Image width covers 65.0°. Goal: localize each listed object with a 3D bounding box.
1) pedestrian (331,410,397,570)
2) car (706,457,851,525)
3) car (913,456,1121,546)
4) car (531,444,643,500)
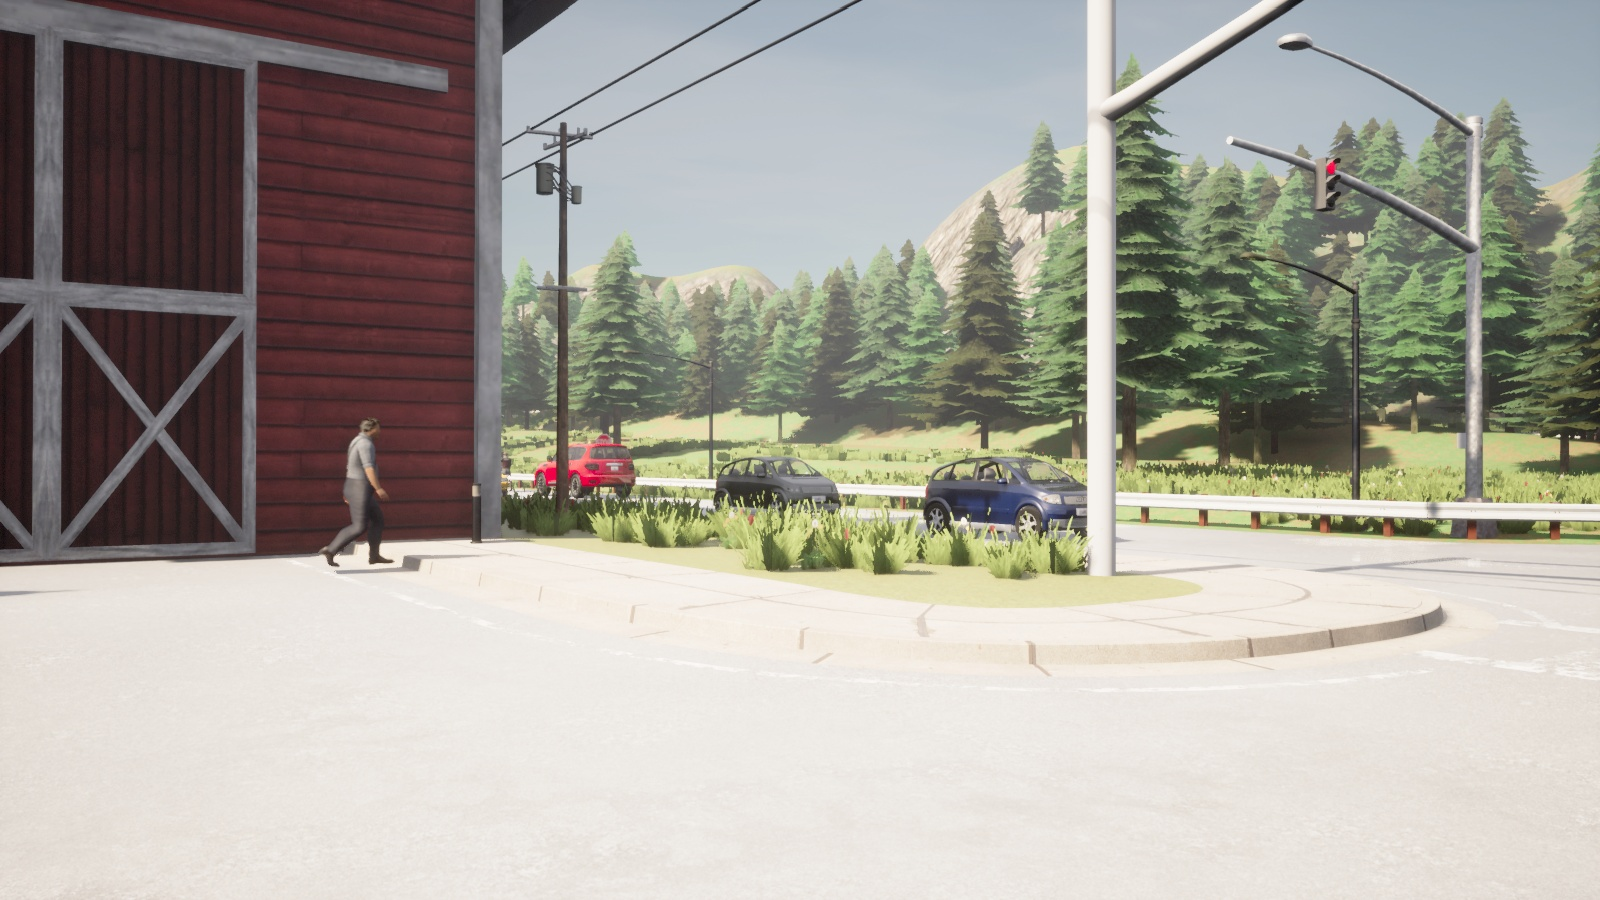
[{"bbox_3d":[-5.178,0.468,14.908,0.694,1.848,0.540,0,0,-25],"label":"pedestrian"},{"bbox_3d":[-0.573,0.945,30.515,1.789,1.549,3.705,0,0,-34],"label":"car"},{"bbox_3d":[4.008,0.891,23.679,1.789,1.549,3.705,0,0,-34],"label":"car"},{"bbox_3d":[-8.286,0.815,48.326,2.150,2.045,5.566,0,0,-34],"label":"car"}]
